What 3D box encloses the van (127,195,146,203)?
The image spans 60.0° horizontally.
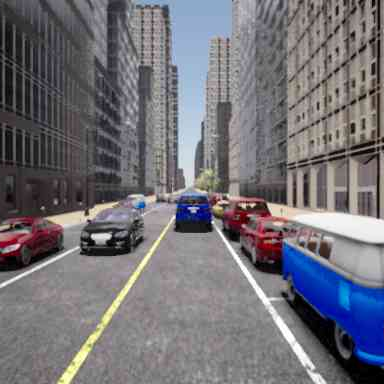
[{"bbox_3d":[-5.707,1.193,33.997,1.690,1.788,3.998,0,0,0],"label":"van"}]

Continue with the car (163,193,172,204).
[{"bbox_3d":[-3.096,1.239,54.903,2.128,1.511,4.902,0,0,0],"label":"car"}]

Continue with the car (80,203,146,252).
[{"bbox_3d":[-3.105,1.435,13.756,2.128,1.511,4.902,0,0,0],"label":"car"}]

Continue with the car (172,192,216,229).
[{"bbox_3d":[0.090,1.134,21.022,2.150,2.045,5.566,0,1,0],"label":"car"}]

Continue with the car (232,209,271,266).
[{"bbox_3d":[2.685,1.499,11.212,1.887,1.381,4.507,0,0,0],"label":"car"}]

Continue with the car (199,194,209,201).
[{"bbox_3d":[2.656,1.180,73.883,1.887,1.381,4.507,0,0,0],"label":"car"}]

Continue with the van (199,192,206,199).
[{"bbox_3d":[2.651,0.901,85.274,1.690,1.788,3.998,0,0,0],"label":"van"}]

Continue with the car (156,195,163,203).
[{"bbox_3d":[-5.720,1.270,62.485,1.947,1.339,4.313,0,0,0],"label":"car"}]

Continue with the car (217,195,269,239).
[{"bbox_3d":[2.682,1.244,16.908,2.192,1.841,5.009,0,0,0],"label":"car"}]

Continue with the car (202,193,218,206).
[{"bbox_3d":[2.667,1.083,51.090,2.192,1.841,5.009,0,0,0],"label":"car"}]

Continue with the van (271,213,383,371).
[{"bbox_3d":[2.687,1.320,5.513,1.690,1.788,3.998,0,0,0],"label":"van"}]

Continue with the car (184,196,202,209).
[{"bbox_3d":[0.078,1.304,42.248,2.128,1.511,4.902,0,0,0],"label":"car"}]

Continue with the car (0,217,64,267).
[{"bbox_3d":[-5.696,1.537,11.209,1.802,1.307,4.206,0,0,0],"label":"car"}]

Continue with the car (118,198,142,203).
[{"bbox_3d":[-5.704,1.460,28.299,1.802,1.307,4.206,0,0,0],"label":"car"}]
